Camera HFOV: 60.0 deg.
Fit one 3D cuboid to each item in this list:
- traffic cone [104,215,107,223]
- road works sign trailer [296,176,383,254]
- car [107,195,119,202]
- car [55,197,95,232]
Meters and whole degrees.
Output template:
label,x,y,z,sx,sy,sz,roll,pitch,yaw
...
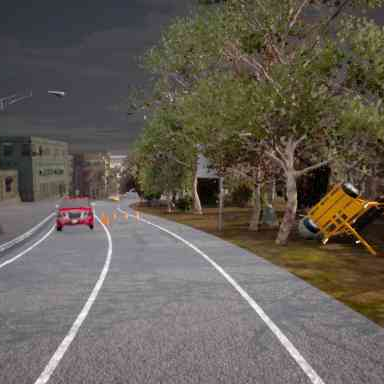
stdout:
label,x,y,z,sx,sy,sz,roll,pitch,yaw
traffic cone,-5.901,2.040,23.193,0.340,0.580,0.340,-2,0,-18
road works sign trailer,6.680,1.194,13.368,3.560,2.380,2.880,0,46,-45
car,-18.852,1.575,79.460,1.882,1.535,5.008,0,0,2
car,-7.634,1.359,21.899,2.150,2.045,5.566,-2,0,-18
